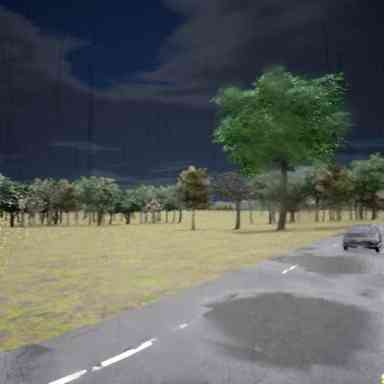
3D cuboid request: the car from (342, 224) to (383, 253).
[{"bbox_3d":[10.137,2.629,19.595,2.033,1.411,5.357,-2,-4,32],"label":"car"}]
